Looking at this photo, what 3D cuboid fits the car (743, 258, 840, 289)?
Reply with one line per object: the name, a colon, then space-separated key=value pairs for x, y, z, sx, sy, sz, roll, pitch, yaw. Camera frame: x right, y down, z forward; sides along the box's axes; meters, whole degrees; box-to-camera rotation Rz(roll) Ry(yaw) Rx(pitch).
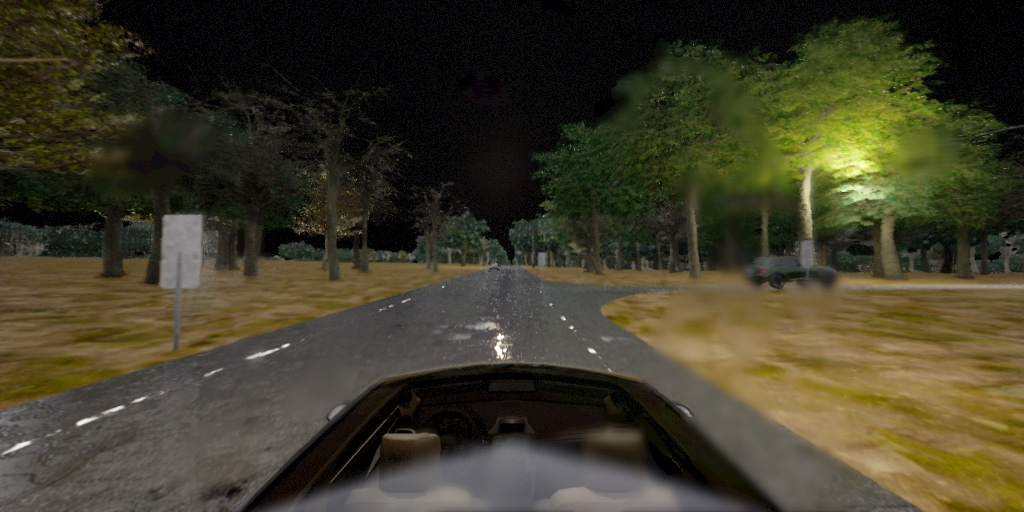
car: x=18.693 y=1.143 z=24.191 sx=5.566 sy=2.045 sz=2.150 roll=0 pitch=-3 yaw=-2
